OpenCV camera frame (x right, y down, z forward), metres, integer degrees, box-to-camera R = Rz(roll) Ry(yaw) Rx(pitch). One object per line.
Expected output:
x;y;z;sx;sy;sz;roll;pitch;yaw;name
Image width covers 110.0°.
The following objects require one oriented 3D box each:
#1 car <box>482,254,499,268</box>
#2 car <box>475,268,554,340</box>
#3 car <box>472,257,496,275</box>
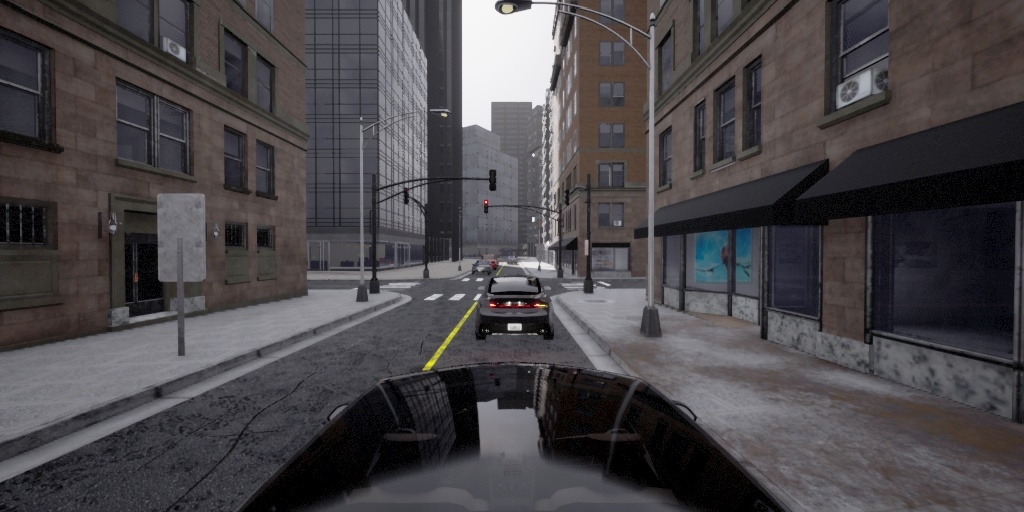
-3.150;0.809;48.281;2.150;2.045;5.566;0;1;0;car
0.070;1.252;9.987;1.837;1.490;4.892;0;0;0;car
-3.133;1.163;37.976;2.128;1.511;4.902;0;0;0;car
